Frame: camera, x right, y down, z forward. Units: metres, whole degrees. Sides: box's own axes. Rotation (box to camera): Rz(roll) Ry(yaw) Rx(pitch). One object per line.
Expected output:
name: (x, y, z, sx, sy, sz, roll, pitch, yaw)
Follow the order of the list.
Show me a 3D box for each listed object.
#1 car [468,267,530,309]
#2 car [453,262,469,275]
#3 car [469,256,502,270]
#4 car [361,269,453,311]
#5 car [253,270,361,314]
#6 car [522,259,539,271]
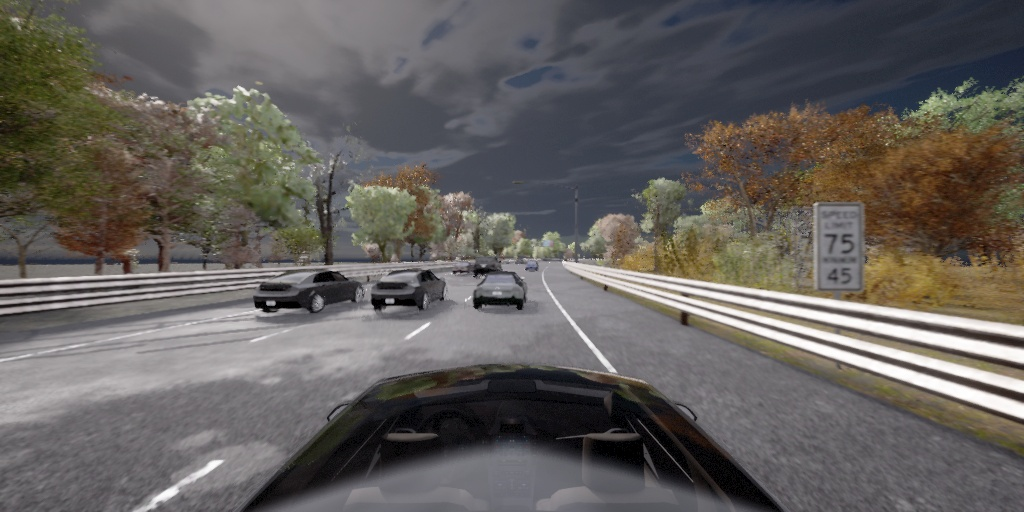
car: (-0.408, 1.339, 15.173, 1.994, 1.385, 4.181, 0, 0, 4)
car: (-5.353, 1.377, 40.810, 2.033, 1.411, 5.357, 0, 0, 6)
car: (-2.345, 1.042, 35.489, 2.150, 2.045, 5.566, 0, 0, 5)
car: (-3.961, 1.274, 14.501, 1.837, 1.490, 4.892, 0, 0, 4)
car: (-7.511, 1.266, 13.818, 1.837, 1.490, 4.892, 0, 0, 4)
car: (3.059, 1.425, 53.729, 2.033, 1.411, 5.357, 0, 0, 7)
